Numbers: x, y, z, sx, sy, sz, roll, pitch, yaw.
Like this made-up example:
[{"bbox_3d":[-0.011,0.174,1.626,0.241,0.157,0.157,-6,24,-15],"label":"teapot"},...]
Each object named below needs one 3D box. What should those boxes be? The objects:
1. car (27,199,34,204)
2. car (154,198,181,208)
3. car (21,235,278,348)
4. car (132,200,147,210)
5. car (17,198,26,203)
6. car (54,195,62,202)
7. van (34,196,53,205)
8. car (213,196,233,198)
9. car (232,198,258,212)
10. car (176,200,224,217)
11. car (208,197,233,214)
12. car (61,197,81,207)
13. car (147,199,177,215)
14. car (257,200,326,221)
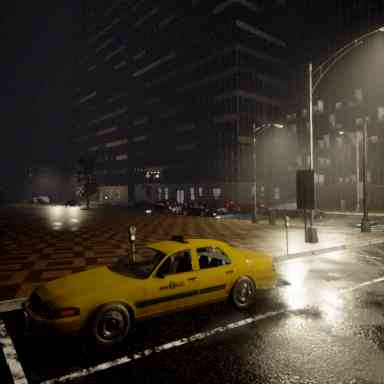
[{"bbox_3d":[-35.975,2.066,76.469,1.752,1.417,4.829,-2,1,-41],"label":"car"},{"bbox_3d":[-3.919,1.714,52.140,1.947,1.339,4.313,-2,1,-41],"label":"car"},{"bbox_3d":[-0.464,1.524,6.245,4.829,1.417,1.752,0,-1,-35],"label":"car"},{"bbox_3d":[-6.642,1.817,46.457,1.994,1.385,4.181,-2,1,-41],"label":"car"},{"bbox_3d":[-43.343,2.126,85.013,1.752,1.417,4.829,-2,1,-41],"label":"car"},{"bbox_3d":[-33.443,1.943,86.363,1.887,1.381,4.507,-2,1,-41],"label":"car"},{"bbox_3d":[-32.405,1.852,72.324,1.690,1.788,3.998,-2,1,-41],"label":"van"},{"bbox_3d":[3.455,1.400,43.579,2.192,1.841,5.009,-2,1,-41],"label":"car"},{"bbox_3d":[7.153,1.634,39.307,1.802,1.307,4.206,-2,1,-41],"label":"car"},{"bbox_3d":[0.760,1.792,33.877,1.947,1.339,4.313,-2,1,-41],"label":"car"},{"bbox_3d":[1.827,1.685,36.613,1.837,1.490,4.892,-2,1,-41],"label":"car"},{"bbox_3d":[-21.347,2.000,59.510,1.802,1.307,4.206,-2,1,-41],"label":"car"},{"bbox_3d":[-2.928,1.698,38.147,1.967,1.590,4.097,-2,1,-41],"label":"car"},{"bbox_3d":[8.620,1.668,28.735,2.033,1.411,5.357,-2,1,-41],"label":"car"}]
